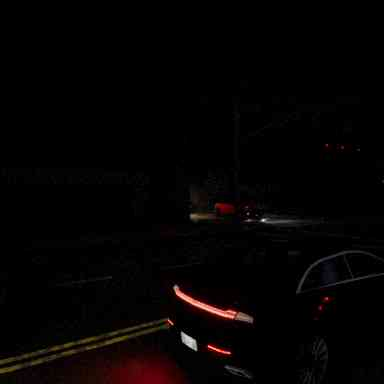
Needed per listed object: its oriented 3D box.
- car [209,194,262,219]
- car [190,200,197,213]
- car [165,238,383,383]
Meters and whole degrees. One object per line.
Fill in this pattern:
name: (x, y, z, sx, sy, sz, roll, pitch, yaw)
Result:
car: (4.011, 1.352, 29.287, 2.097, 1.767, 4.553, 0, 0, -37)
car: (-1.763, 1.222, 37.033, 2.150, 2.045, 5.566, 0, 0, -37)
car: (1.942, 1.492, 5.209, 4.902, 1.511, 2.128, 0, 0, -35)
